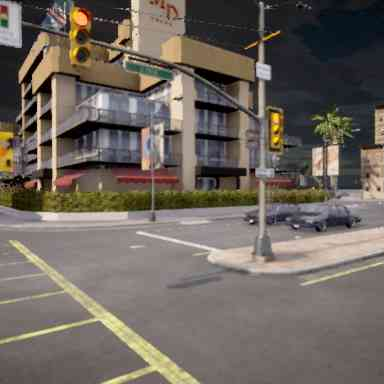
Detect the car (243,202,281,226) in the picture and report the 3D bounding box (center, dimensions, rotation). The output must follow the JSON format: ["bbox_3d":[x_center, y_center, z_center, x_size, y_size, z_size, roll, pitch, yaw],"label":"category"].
[{"bbox_3d":[5.878,1.412,22.305,5.357,1.411,2.033,-1,0,-35],"label":"car"}]

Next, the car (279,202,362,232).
[{"bbox_3d":[7.773,1.413,19.357,5.357,1.411,2.033,-1,0,-35],"label":"car"}]
